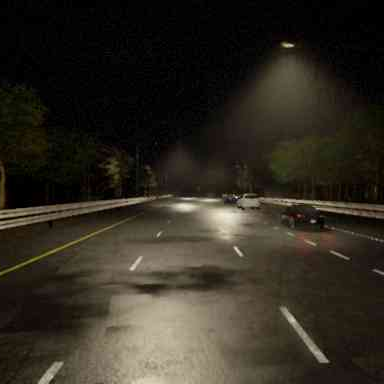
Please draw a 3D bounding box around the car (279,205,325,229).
[{"bbox_3d":[6.994,1.535,21.500,1.812,1.442,4.674,0,0,0],"label":"car"}]

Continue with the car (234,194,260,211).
[{"bbox_3d":[7.002,1.255,41.505,2.150,2.045,5.566,0,0,0],"label":"car"}]

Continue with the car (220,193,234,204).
[{"bbox_3d":[7.052,1.391,63.034,2.097,1.767,4.553,0,0,0],"label":"car"}]
